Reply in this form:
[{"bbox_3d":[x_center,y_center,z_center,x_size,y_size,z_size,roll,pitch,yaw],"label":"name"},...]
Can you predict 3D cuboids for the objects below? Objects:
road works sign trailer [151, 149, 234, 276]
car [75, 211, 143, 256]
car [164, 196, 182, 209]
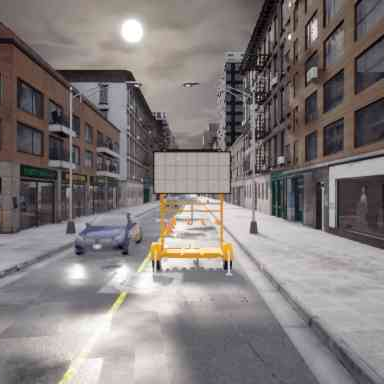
[{"bbox_3d":[0.004,0.466,10.381,2.380,3.560,2.880,0,0,0],"label":"road works sign trailer"},{"bbox_3d":[-3.095,1.529,13.213,1.812,1.442,4.674,0,0,0],"label":"car"},{"bbox_3d":[-2.982,1.594,47.612,2.033,1.411,5.357,0,0,0],"label":"car"}]
